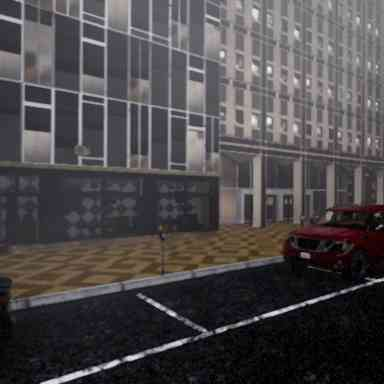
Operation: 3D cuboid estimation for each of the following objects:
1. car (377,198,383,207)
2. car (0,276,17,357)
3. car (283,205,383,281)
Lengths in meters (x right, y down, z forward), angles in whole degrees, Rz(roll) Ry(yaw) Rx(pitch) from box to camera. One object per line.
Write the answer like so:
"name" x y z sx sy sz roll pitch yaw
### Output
"car" 30.412 1.602 49.450 1.752 1.417 4.829 1 0 -36
"car" -4.268 1.563 3.511 4.313 1.339 1.947 0 0 -35
"car" 4.997 1.338 10.115 5.009 1.841 2.192 0 0 -35
